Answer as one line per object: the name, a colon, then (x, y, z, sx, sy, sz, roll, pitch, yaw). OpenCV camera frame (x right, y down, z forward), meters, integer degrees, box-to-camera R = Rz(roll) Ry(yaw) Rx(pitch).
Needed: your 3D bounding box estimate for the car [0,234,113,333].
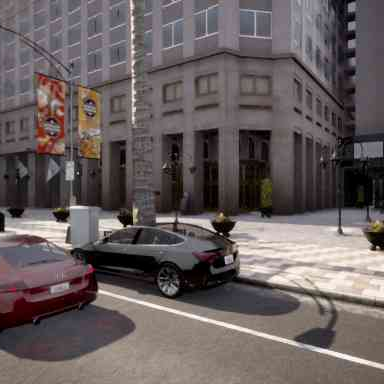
car: (-3.823, 1.564, 6.714, 4.181, 1.385, 1.994, 0, 0, 36)

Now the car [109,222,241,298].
car: (-1.109, 1.513, 8.579, 4.786, 1.482, 2.161, 0, 0, 35)
